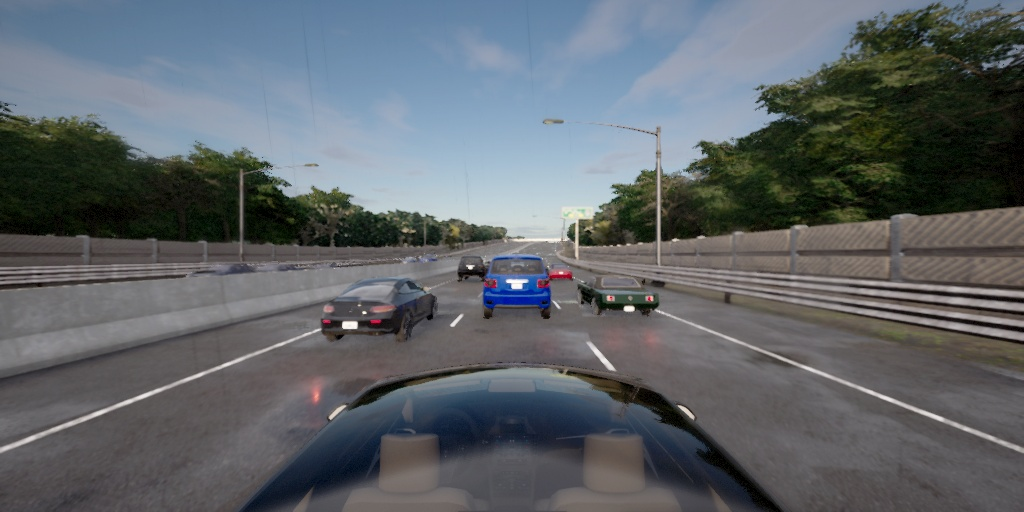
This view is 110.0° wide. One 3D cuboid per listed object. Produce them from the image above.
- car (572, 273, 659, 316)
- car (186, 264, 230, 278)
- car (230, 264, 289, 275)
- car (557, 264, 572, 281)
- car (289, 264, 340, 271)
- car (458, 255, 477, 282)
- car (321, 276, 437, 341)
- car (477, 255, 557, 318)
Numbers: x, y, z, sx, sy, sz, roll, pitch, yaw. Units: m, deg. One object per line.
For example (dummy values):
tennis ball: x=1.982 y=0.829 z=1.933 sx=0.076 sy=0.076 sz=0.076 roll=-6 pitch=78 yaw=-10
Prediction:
car: x=3.677 y=1.356 z=13.387 sx=1.895 sy=1.301 sz=4.718 roll=0 pitch=0 yaw=1
car: x=-20.816 y=1.289 z=26.357 sx=2.033 sy=1.411 sz=5.357 roll=0 pitch=0 yaw=1
car: x=-17.318 y=1.292 z=26.213 sx=2.033 sy=1.411 sz=5.357 roll=0 pitch=0 yaw=1
car: x=4.000 y=1.325 z=30.780 sx=1.994 sy=1.385 sz=4.181 roll=0 pitch=0 yaw=1
car: x=-13.810 y=1.311 z=26.238 sx=1.994 sy=1.385 sz=4.181 roll=0 pitch=0 yaw=1
car: x=-3.042 y=0.977 z=29.384 sx=2.150 sy=2.045 sz=5.566 roll=0 pitch=0 yaw=1
car: x=-3.354 y=1.276 z=9.767 sx=1.812 sy=1.442 sz=4.674 roll=0 pitch=0 yaw=0
car: x=0.174 y=0.975 z=13.155 sx=2.150 sy=2.045 sz=5.566 roll=0 pitch=0 yaw=1
